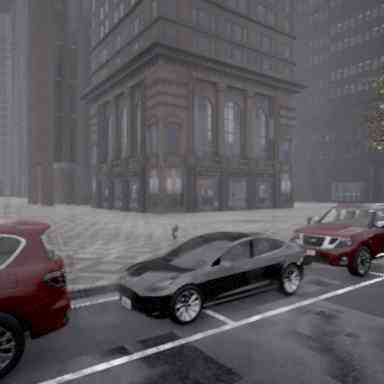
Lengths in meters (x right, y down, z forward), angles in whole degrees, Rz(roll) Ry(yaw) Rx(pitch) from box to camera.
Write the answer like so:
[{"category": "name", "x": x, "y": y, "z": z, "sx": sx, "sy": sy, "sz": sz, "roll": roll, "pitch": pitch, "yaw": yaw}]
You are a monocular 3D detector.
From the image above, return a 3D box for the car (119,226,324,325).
[{"category": "car", "x": 0.626, "y": 1.561, "z": 7.099, "sx": 4.313, "sy": 1.339, "sz": 1.947, "roll": 0, "pitch": 0, "yaw": -36}]

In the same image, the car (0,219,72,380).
[{"category": "car", "x": -3.994, "y": 1.317, "z": 3.799, "sx": 5.009, "sy": 1.841, "sz": 2.192, "roll": 0, "pitch": 0, "yaw": -36}]

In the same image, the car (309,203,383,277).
[{"category": "car", "x": 5.245, "y": 1.305, "z": 10.399, "sx": 5.009, "sy": 1.841, "sz": 2.192, "roll": 0, "pitch": 0, "yaw": -36}]
